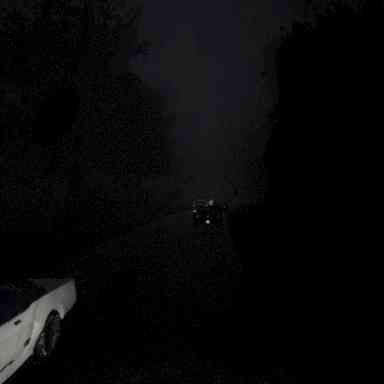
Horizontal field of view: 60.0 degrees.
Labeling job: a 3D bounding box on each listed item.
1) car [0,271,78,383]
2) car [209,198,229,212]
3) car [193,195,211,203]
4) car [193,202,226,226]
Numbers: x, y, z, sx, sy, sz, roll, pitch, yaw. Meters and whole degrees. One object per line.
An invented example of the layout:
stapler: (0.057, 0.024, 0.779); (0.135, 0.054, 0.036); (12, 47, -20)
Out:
car: (-2.784, 1.576, 3.075); (1.895, 1.301, 4.718); (0, 0, 1)
car: (3.608, 1.755, 41.920); (1.895, 1.301, 4.718); (1, -1, 9)
car: (1.590, 1.421, 47.343); (2.150, 2.045, 5.566); (1, -1, 11)
car: (1.184, 1.575, 22.910); (1.895, 1.301, 4.718); (0, 0, 5)
